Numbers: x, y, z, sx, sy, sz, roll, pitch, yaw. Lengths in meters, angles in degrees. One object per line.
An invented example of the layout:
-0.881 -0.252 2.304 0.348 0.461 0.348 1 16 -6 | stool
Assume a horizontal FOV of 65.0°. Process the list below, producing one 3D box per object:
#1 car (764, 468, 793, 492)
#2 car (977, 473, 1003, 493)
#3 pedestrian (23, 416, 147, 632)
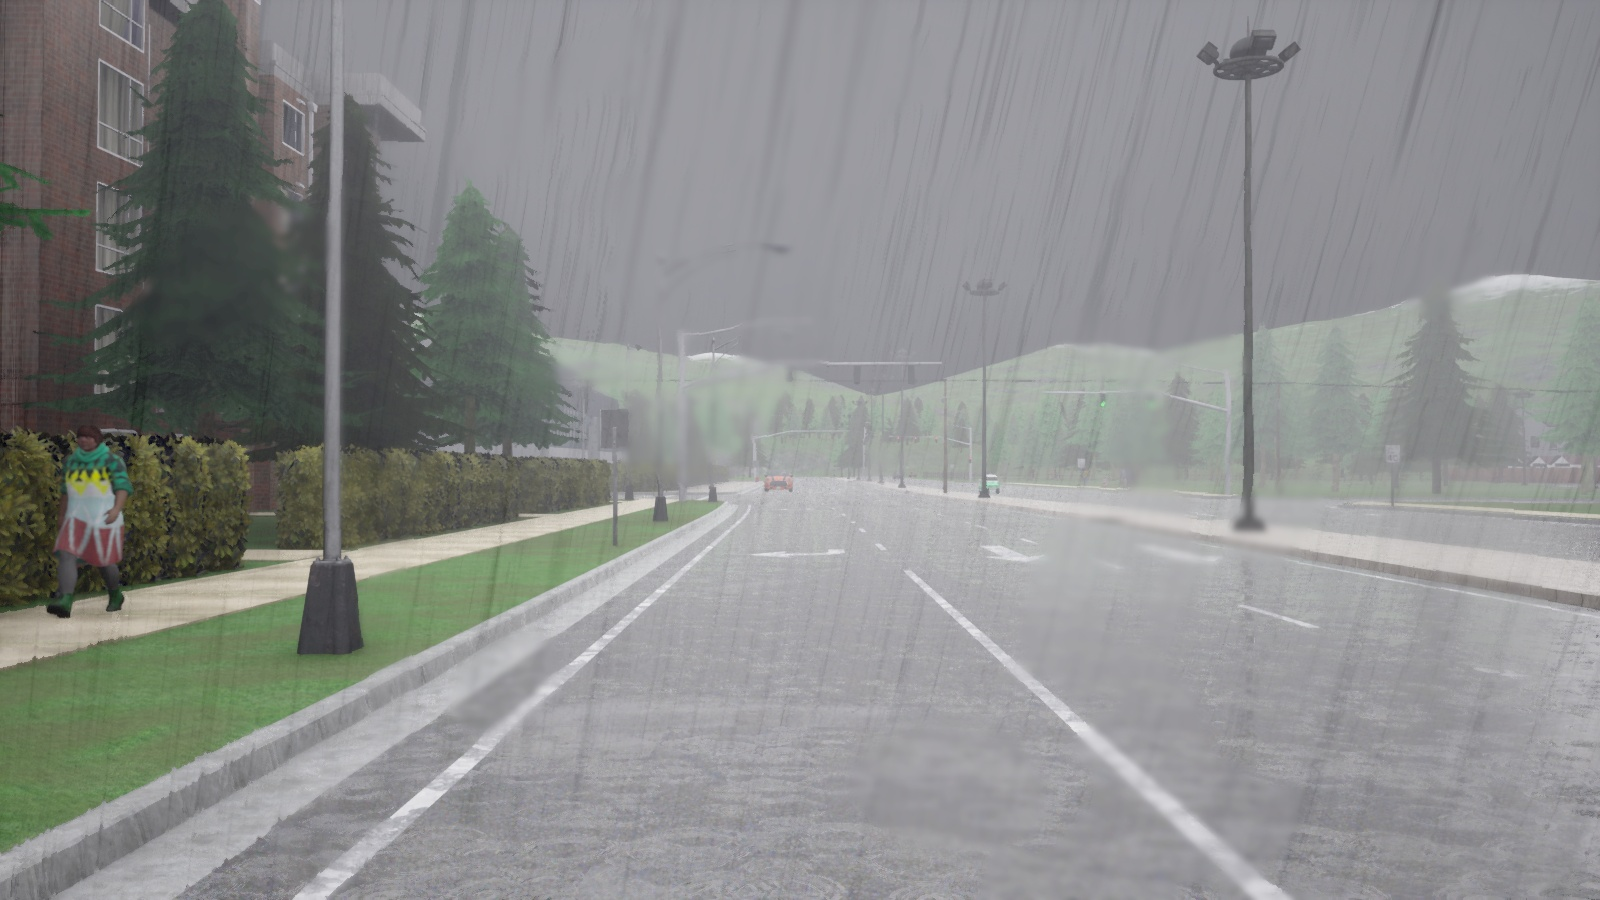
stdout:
-1.572 2.263 94.470 2.097 1.767 4.553 0 -1 0 | car
13.455 2.303 88.835 1.481 1.376 2.207 0 -1 0 | car
-6.693 0.678 11.801 0.659 1.952 0.873 0 -1 0 | pedestrian
